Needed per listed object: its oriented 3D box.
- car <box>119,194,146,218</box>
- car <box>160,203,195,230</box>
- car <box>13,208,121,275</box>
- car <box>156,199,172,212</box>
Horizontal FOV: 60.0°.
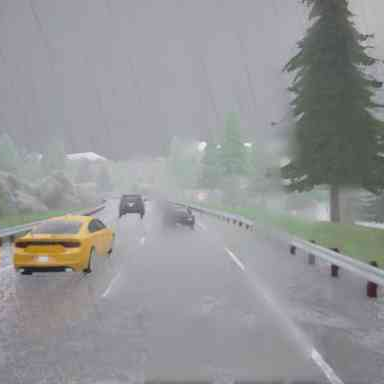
[{"bbox_3d":[-5.470,1.232,30.724,2.150,2.045,5.566,0,0,-7],"label":"car"},{"bbox_3d":[-0.936,1.604,21.200,1.895,1.301,4.718,0,0,-5],"label":"car"},{"bbox_3d":[-3.731,1.484,10.585,1.882,1.535,5.008,0,0,-3],"label":"car"},{"bbox_3d":[-3.207,1.555,39.423,2.033,1.411,5.357,0,0,-9],"label":"car"}]
